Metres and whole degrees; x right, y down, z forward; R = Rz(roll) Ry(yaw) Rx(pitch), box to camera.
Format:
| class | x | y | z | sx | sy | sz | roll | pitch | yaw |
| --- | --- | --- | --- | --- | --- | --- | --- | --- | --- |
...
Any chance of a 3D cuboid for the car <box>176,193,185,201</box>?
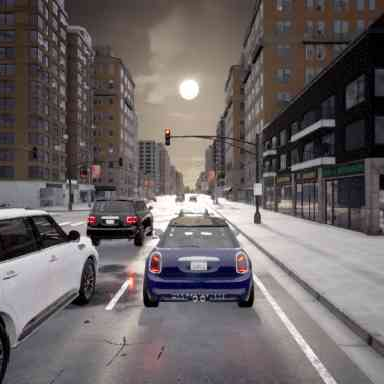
| class | x | y | z | sx | sy | sz | roll | pitch | yaw |
| --- | --- | --- | --- | --- | --- | --- | --- | --- | --- |
| car | -2.950 | 1.168 | 88.235 | 2.150 | 2.045 | 5.566 | 0 | 0 | 0 |

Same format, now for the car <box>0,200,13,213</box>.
| class | x | y | z | sx | sy | sz | roll | pitch | yaw |
| --- | --- | --- | --- | --- | --- | --- | --- | --- | --- |
| car | -22.028 | 1.596 | 36.027 | 4.313 | 1.339 | 1.947 | 0 | 0 | 0 |

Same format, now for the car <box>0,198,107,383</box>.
| class | x | y | z | sx | sy | sz | roll | pitch | yaw |
| --- | --- | --- | --- | --- | --- | --- | --- | --- | --- |
| car | -3.140 | 1.222 | 4.955 | 2.150 | 2.045 | 5.566 | 0 | 0 | 1 |

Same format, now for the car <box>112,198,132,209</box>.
| class | x | y | z | sx | sy | sz | roll | pitch | yaw |
| --- | --- | --- | --- | --- | --- | --- | --- | --- | --- |
| car | -9.697 | 1.582 | 46.426 | 1.994 | 1.385 | 4.181 | 0 | 0 | 0 |

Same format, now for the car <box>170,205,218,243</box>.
| class | x | y | z | sx | sy | sz | roll | pitch | yaw |
| --- | --- | --- | --- | --- | --- | --- | --- | --- | --- |
| car | 0.113 | 1.494 | 17.182 | 2.128 | 1.511 | 4.902 | 0 | 0 | 1 |

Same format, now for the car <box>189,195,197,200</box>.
| class | x | y | z | sx | sy | sz | roll | pitch | yaw |
| --- | --- | --- | --- | --- | --- | --- | --- | --- | --- |
| car | 0.300 | 1.496 | 88.193 | 1.994 | 1.385 | 4.181 | 0 | 0 | 0 |

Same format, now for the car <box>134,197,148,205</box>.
| class | x | y | z | sx | sy | sz | roll | pitch | yaw |
| --- | --- | --- | --- | --- | --- | --- | --- | --- | --- |
| car | -9.588 | 1.632 | 62.986 | 1.895 | 1.301 | 4.718 | 0 | 0 | 1 |

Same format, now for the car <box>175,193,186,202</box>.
| class | x | y | z | sx | sy | sz | roll | pitch | yaw |
| --- | --- | --- | --- | --- | --- | --- | --- | --- | --- |
| car | -2.985 | 1.583 | 77.783 | 2.033 | 1.411 | 5.357 | 0 | 0 | 0 |

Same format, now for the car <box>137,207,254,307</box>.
| class | x | y | z | sx | sy | sz | roll | pitch | yaw |
| --- | --- | --- | --- | --- | --- | --- | --- | --- | --- |
| car | 0.125 | 1.353 | 8.113 | 2.097 | 1.767 | 4.553 | 0 | 0 | 0 |

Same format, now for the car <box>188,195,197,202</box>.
| class | x | y | z | sx | sy | sz | roll | pitch | yaw |
| --- | --- | --- | --- | --- | --- | --- | --- | --- | --- |
| car | 0.267 | 1.568 | 78.185 | 1.812 | 1.442 | 4.674 | 0 | 0 | 0 |

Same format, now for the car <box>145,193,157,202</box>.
| class | x | y | z | sx | sy | sz | roll | pitch | yaw |
| --- | --- | --- | --- | --- | --- | --- | --- | --- | --- |
| car | -9.488 | 1.267 | 77.057 | 2.150 | 2.045 | 5.566 | 0 | 0 | 0 |

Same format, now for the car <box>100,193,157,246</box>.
| class | x | y | z | sx | sy | sz | roll | pitch | yaw |
| --- | --- | --- | --- | --- | --- | --- | --- | --- | --- |
| car | -3.100 | 1.224 | 15.308 | 2.150 | 2.045 | 5.566 | 0 | 0 | 0 |
